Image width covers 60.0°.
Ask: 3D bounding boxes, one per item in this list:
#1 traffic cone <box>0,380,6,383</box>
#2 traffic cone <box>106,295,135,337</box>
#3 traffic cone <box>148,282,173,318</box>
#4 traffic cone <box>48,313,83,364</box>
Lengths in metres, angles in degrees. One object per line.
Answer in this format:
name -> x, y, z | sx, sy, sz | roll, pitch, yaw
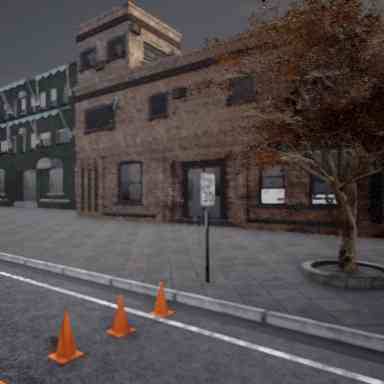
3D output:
traffic cone -> -2.332, 1.970, 3.797 | 0.340, 0.580, 0.340 | 0, 0, 36
traffic cone -> -1.166, 1.978, 5.422 | 0.340, 0.580, 0.340 | 0, 0, 36
traffic cone -> -0.583, 1.982, 6.234 | 0.340, 0.580, 0.340 | 0, 0, 36
traffic cone -> -1.749, 1.974, 4.610 | 0.340, 0.580, 0.340 | 0, 0, 36
